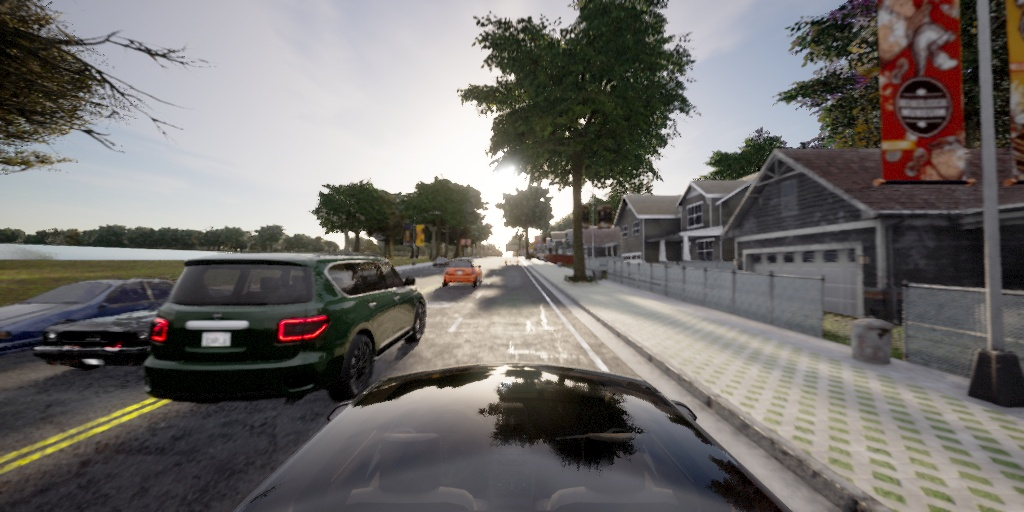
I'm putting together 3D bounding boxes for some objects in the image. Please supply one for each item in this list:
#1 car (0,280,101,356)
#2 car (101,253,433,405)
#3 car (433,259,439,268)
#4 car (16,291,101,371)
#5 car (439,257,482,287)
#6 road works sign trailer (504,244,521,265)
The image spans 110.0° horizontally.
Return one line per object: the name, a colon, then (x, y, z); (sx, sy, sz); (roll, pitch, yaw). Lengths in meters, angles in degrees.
car: (-9.848, 1.292, 8.854); (2.033, 1.411, 5.357); (0, 0, 0)
car: (-3.160, 0.970, 6.490); (2.150, 2.045, 5.566); (0, 0, 0)
car: (-9.815, 0.909, 50.473); (2.033, 1.411, 5.357); (0, 1, 0)
car: (-6.598, 1.347, 7.843); (1.895, 1.301, 4.718); (0, 0, 0)
car: (-3.146, 1.006, 23.636); (2.097, 1.767, 4.553); (0, 1, 0)
road works sign trailer: (0.004, -0.311, 61.532); (2.380, 3.560, 2.880); (0, 0, 1)
